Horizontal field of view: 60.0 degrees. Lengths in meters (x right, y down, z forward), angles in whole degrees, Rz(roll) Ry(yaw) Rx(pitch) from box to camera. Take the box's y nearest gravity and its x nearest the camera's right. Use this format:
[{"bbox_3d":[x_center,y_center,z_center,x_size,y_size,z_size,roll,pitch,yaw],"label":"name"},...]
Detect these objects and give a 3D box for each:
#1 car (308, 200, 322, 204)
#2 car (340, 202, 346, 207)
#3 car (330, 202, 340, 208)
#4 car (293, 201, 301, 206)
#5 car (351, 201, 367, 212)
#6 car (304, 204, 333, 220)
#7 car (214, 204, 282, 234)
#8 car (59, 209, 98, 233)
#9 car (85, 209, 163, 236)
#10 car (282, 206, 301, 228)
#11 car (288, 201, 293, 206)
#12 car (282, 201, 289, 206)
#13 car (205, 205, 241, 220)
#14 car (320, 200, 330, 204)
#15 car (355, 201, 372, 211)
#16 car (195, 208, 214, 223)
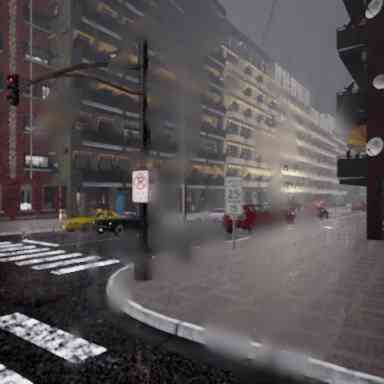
[{"bbox_3d":[22.905,2.764,63.997,1.887,1.381,4.507,-1,-2,35],"label":"car"},{"bbox_3d":[39.106,3.275,87.224,1.947,1.339,4.313,-1,-2,35],"label":"car"},{"bbox_3d":[32.625,3.060,77.932,1.887,1.381,4.507,-1,-2,35],"label":"car"},{"bbox_3d":[16.423,2.333,54.711,2.192,1.841,5.009,-1,-2,35],"label":"car"},{"bbox_3d":[29.783,2.518,59.276,2.192,1.841,5.009,-1,-2,35],"label":"car"},{"bbox_3d":[13.586,2.281,36.043,1.802,1.307,4.206,-1,-2,35],"label":"car"},{"bbox_3d":[3.864,1.708,22.115,2.192,1.841,5.009,-1,-2,35],"label":"car"},{"bbox_3d":[-6.353,1.827,22.050,1.752,1.417,4.829,-1,-2,35],"label":"car"},{"bbox_3d":[-3.973,1.905,20.910,1.895,1.301,4.718,0,-1,35],"label":"car"},{"bbox_3d":[7.106,2.040,26.754,1.887,1.381,4.507,-1,-2,35],"label":"car"},{"bbox_3d":[13.086,2.439,49.921,1.752,1.417,4.829,-1,-2,35],"label":"car"},{"bbox_3d":[9.658,2.223,40.421,2.128,1.511,4.902,0,-1,35],"label":"car"},{"bbox_3d":[3.464,2.157,36.125,1.887,1.381,4.507,-1,-2,35],"label":"car"},{"bbox_3d":[26.143,2.634,68.647,2.192,1.841,5.009,-1,-2,35],"label":"car"},{"bbox_3d":[33.024,2.618,63.922,2.192,1.841,5.009,-1,-2,35],"label":"car"},{"bbox_3d":[2.264,2.103,29.851,1.895,1.301,4.718,0,-1,35],"label":"car"}]
